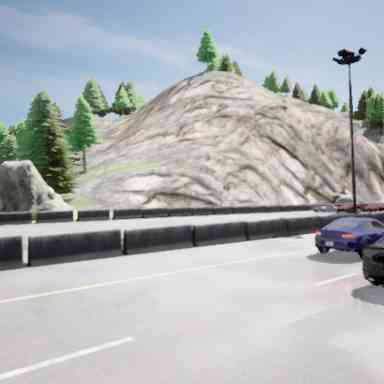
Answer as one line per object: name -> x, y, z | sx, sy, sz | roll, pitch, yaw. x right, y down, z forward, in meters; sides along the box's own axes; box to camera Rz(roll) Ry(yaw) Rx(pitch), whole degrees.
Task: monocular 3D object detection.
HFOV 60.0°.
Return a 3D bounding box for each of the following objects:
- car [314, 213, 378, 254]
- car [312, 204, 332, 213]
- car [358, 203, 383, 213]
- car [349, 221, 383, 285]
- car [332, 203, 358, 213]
car -> 6.817, 1.749, 13.492 | 4.674, 1.442, 1.812 | 1, -2, -37
car -> 20.290, 2.481, 50.669 | 4.718, 1.301, 1.895 | 1, -1, -37
car -> 25.261, 2.240, 45.673 | 5.008, 1.535, 1.882 | 1, -1, -37
car -> 6.432, 1.612, 8.794 | 5.008, 1.535, 1.882 | 0, -1, -37
car -> 22.976, 2.301, 48.327 | 5.008, 1.535, 1.882 | 1, -1, -37
